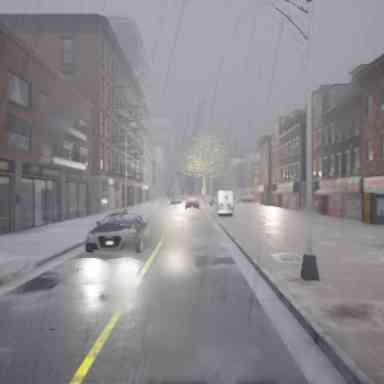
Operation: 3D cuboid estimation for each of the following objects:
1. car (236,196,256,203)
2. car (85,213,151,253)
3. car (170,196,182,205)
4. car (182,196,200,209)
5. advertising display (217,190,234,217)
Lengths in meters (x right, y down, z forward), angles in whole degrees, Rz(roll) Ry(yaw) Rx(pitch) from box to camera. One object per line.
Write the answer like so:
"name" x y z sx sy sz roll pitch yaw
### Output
"car" 10.949 1.504 67.940 4.097 1.590 1.967 0 0 0
"car" -2.844 1.560 13.477 1.994 1.385 4.181 0 0 0
"car" -2.730 1.552 57.562 1.837 1.490 4.892 0 0 0
"car" 0.061 1.591 44.449 1.895 1.301 4.718 0 0 1
"advertising display" 3.017 1.017 29.969 1.540 2.440 0.280 0 0 0
